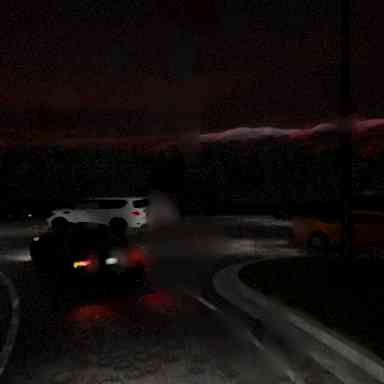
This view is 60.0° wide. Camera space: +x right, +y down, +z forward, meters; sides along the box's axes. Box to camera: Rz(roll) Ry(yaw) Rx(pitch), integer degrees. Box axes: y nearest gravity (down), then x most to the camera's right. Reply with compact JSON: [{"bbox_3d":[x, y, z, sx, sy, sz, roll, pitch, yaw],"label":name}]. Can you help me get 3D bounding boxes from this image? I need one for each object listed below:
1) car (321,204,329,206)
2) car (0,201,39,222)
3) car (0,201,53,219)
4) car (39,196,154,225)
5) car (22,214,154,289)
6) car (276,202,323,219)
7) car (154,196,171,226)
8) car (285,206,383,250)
[{"bbox_3d":[12.007,1.655,23.525,4.718,1.301,1.895,0,0,8],"label":"car"},{"bbox_3d":[-15.511,1.642,27.275,4.892,1.490,1.837,0,0,8],"label":"car"},{"bbox_3d":[-15.716,1.627,30.836,5.008,1.535,1.882,0,0,8],"label":"car"},{"bbox_3d":[-5.273,1.302,18.817,5.566,2.045,2.150,0,0,8],"label":"car"},{"bbox_3d":[-3.212,1.590,9.456,2.033,1.411,5.357,0,0,-35],"label":"car"},{"bbox_3d":[9.482,1.552,27.402,5.008,1.535,1.882,0,0,8],"label":"car"},{"bbox_3d":[-4.197,1.311,22.202,5.566,2.045,2.150,0,0,8],"label":"car"},{"bbox_3d":[6.635,1.510,13.659,5.008,1.535,1.882,0,0,8],"label":"car"}]
